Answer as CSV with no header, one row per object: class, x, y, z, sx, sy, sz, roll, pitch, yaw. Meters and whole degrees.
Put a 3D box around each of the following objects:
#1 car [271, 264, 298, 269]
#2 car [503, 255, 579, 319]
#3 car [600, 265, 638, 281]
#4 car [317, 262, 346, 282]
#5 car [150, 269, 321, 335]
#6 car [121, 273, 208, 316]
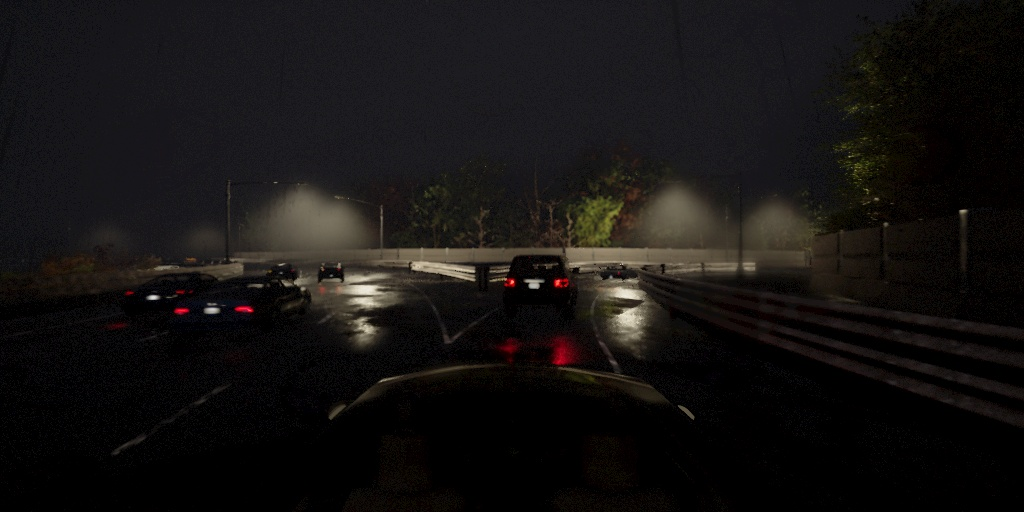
car,-18.992,1.321,29.862,1.994,1.385,4.181,0,0,-27
car,1.222,0.987,13.183,2.150,2.045,5.566,0,-1,12
car,9.286,1.407,30.626,1.895,1.301,4.718,0,0,36
car,-14.554,1.255,28.953,2.128,1.511,4.902,0,0,-26
car,-7.518,1.297,10.600,2.033,1.411,5.357,0,0,-16
car,-12.106,1.310,13.442,1.994,1.385,4.181,0,0,-17
